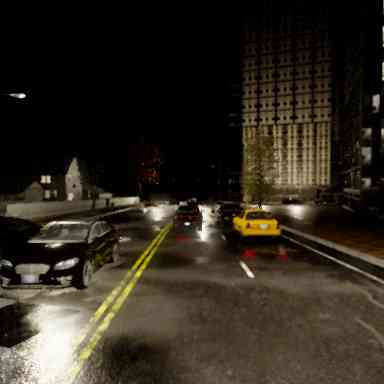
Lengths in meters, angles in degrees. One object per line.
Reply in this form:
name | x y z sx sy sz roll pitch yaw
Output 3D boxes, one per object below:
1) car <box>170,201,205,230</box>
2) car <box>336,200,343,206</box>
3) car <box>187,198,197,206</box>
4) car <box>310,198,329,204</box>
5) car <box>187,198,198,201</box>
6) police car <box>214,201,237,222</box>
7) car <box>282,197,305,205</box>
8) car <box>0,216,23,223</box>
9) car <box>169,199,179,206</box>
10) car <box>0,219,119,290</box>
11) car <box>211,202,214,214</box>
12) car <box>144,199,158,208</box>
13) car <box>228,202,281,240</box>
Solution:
car | -0.220 1.632 22.193 1.837 1.490 4.892 0 0 1
car | 33.658 2.420 71.899 4.507 1.381 1.887 0 1 20
car | 0.000 1.966 66.763 2.033 1.411 5.357 0 0 0
car | 31.046 2.241 81.247 4.403 1.369 2.008 0 1 20
car | 0.079 1.842 57.730 2.128 1.511 4.902 0 0 0
police car | 3.250 1.588 28.545 1.930 1.638 5.238 0 0 0
car | 23.012 2.127 75.793 5.009 1.841 2.192 0 1 20
car | -6.589 1.586 11.160 1.812 1.442 4.674 0 0 0
car | -3.262 1.928 61.994 2.033 1.411 5.357 0 0 0
car | -3.350 1.542 9.337 2.128 1.511 4.902 0 0 0
car | 3.250 1.755 39.439 1.812 1.442 4.674 0 0 0
car | -6.563 1.802 53.881 1.882 1.535 5.008 0 -1 0
car | 3.250 1.554 17.621 1.801 1.575 5.366 0 0 0
